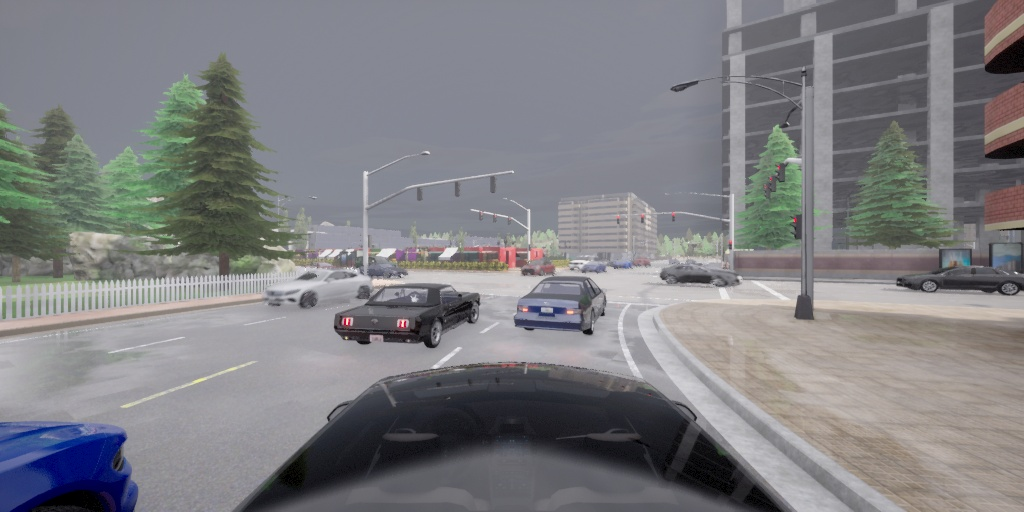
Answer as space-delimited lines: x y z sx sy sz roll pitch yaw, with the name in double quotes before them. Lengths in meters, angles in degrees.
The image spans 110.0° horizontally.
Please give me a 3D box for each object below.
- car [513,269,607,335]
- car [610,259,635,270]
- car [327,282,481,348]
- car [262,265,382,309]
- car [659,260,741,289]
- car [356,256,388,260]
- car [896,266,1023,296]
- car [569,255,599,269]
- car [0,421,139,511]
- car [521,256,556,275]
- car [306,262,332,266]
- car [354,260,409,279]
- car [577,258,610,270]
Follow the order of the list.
"car" 1.674 1.297 10.653 2.033 1.411 5.357 0 0 20
"car" 16.430 1.227 53.178 1.882 1.535 5.008 0 0 30
"car" -2.261 1.351 9.296 1.895 1.301 4.718 0 0 11
"car" -7.949 1.275 15.235 1.812 1.442 4.674 0 0 20
"car" 12.348 1.272 23.822 2.128 1.511 4.902 0 0 -44
"car" -14.682 1.027 38.808 5.566 2.045 2.150 0 0 30
"car" 25.032 1.310 20.052 4.892 1.490 1.837 0 0 30
"car" 9.478 0.973 48.048 2.150 2.045 5.566 0 0 30
"car" -3.214 1.228 0.115 1.882 1.535 5.008 0 0 -2
"car" 2.708 1.139 36.185 2.097 1.767 4.553 0 0 30
"car" -20.076 1.331 37.891 4.674 1.442 1.812 0 0 30
"car" -12.040 1.353 33.215 5.357 1.411 2.033 0 0 31
"car" 9.369 1.278 40.807 1.812 1.442 4.674 0 0 30
